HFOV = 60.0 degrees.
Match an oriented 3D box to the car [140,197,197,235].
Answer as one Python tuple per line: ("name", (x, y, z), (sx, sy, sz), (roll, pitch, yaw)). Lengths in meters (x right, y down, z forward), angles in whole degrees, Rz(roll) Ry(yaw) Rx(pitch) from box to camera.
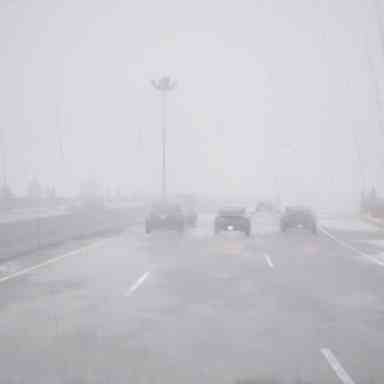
("car", (-1.055, 1.353, 19.239), (2.097, 1.767, 4.553), (0, 0, 12))

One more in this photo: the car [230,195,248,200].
("car", (10.076, 1.479, 71.045), (1.837, 1.490, 4.892), (0, 0, 41))

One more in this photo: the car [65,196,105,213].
("car", (-11.191, 1.311, 35.136), (2.097, 1.767, 4.553), (0, 0, 20))

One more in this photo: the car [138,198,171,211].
("car", (-4.674, 1.496, 42.020), (1.837, 1.490, 4.892), (0, 0, 25))

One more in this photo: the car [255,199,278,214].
("car", (8.157, 1.553, 36.016), (1.837, 1.490, 4.892), (0, 0, 24))

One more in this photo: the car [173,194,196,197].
("car", (-1.205, 1.228, 41.269), (2.150, 2.045, 5.566), (0, 0, 25))

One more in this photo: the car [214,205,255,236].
("car", (2.413, 1.522, 18.819), (1.837, 1.490, 4.892), (0, 0, 12))

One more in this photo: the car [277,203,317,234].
("car", (6.246, 1.540, 19.848), (1.837, 1.490, 4.892), (0, 0, 14))
